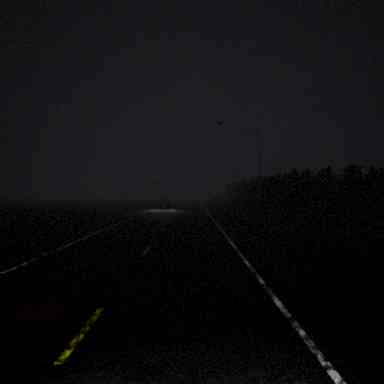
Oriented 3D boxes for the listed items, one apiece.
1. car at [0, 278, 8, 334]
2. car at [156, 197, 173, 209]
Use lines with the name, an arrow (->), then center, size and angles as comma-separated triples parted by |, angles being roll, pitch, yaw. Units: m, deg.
car -> -3.600, 1.527, 3.099 | 1.812, 1.442, 4.674 | 0, 0, 0
car -> -3.593, 1.507, 44.371 | 1.837, 1.490, 4.892 | 0, 0, 0
